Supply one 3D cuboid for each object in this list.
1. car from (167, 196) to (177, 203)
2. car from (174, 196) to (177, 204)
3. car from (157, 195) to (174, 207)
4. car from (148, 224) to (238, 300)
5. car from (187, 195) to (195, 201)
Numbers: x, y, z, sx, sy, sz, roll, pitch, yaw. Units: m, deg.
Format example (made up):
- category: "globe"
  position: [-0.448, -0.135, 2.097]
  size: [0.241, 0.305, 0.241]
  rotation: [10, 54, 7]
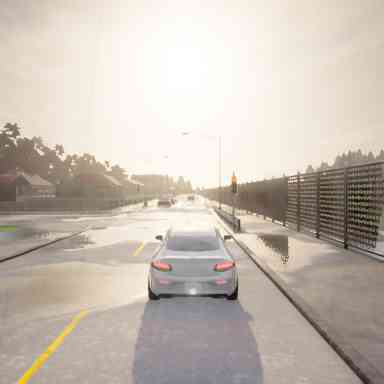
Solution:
- category: "car"
  position: [-4.225, 1.524, 71.625]
  size: [1.812, 1.442, 4.674]
  rotation: [0, 0, 0]
- category: "car"
  position: [-4.257, 1.352, 61.712]
  size: [2.097, 1.767, 4.553]
  rotation: [0, 0, 0]
- category: "car"
  position: [-4.256, 1.478, 51.782]
  size: [1.882, 1.535, 5.008]
  rotation: [0, 0, 0]
- category: "car"
  position: [0.029, 1.526, 8.243]
  size: [1.812, 1.442, 4.674]
  rotation: [0, 0, 0]
- category: "car"
  position: [-0.275, 1.478, 86.366]
  size: [1.882, 1.535, 5.008]
  rotation: [0, 0, 0]
